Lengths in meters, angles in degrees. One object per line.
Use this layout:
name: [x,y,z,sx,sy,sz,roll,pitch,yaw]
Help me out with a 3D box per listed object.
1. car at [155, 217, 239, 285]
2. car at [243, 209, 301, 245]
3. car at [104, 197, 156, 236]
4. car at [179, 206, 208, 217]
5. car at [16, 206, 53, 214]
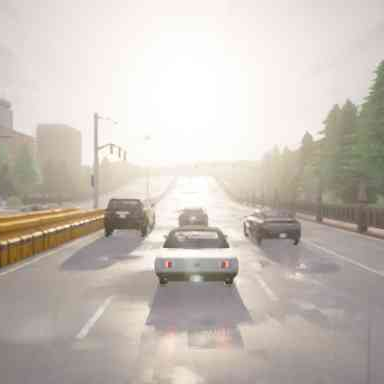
car: [0.104,1.626,9.555,1.895,1.301,4.718,0,0,0]
car: [3.610,1.532,15.684,2.128,1.511,4.902,0,0,-1]
car: [-3.391,1.272,18.909,2.150,2.045,5.566,0,0,0]
car: [0.108,1.625,23.059,1.994,1.385,4.181,0,0,0]
car: [-10.510,1.623,22.461,1.994,1.385,4.181,0,0,1]
